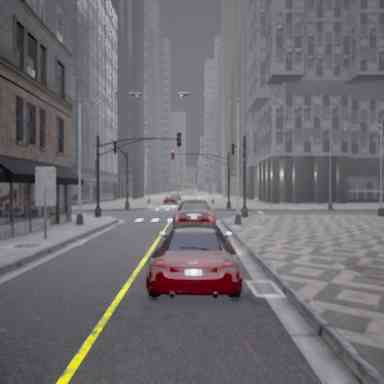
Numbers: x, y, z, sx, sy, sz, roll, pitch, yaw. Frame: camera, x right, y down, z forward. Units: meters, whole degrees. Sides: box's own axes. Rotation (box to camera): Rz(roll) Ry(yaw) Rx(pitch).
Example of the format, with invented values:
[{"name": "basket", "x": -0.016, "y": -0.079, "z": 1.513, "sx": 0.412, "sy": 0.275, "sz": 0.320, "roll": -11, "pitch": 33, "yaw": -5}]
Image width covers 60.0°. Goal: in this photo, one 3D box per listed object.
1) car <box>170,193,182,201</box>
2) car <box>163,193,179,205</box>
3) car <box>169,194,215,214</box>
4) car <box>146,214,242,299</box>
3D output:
[{"name": "car", "x": -3.031, "y": 0.923, "z": 64.255, "sx": 2.033, "sy": 1.411, "sz": 5.357, "roll": 0, "pitch": 1, "yaw": 1}, {"name": "car", "x": -3.092, "y": 1.128, "z": 47.825, "sx": 1.895, "sy": 1.301, "sz": 4.718, "roll": 0, "pitch": 1, "yaw": 0}, {"name": "car", "x": 0.149, "y": 1.172, "z": 17.482, "sx": 2.097, "sy": 1.767, "sz": 4.553, "roll": 0, "pitch": 1, "yaw": 2}, {"name": "car", "x": 0.085, "y": 1.476, "z": 8.324, "sx": 1.994, "sy": 1.385, "sz": 4.181, "roll": 0, "pitch": 1, "yaw": 2}]
